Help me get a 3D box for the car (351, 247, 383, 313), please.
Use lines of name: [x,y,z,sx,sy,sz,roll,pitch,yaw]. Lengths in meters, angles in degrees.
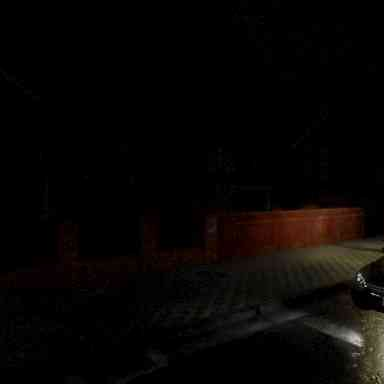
car: [5.132,1.564,6.715,4.674,1.442,1.812,0,0,-35]
